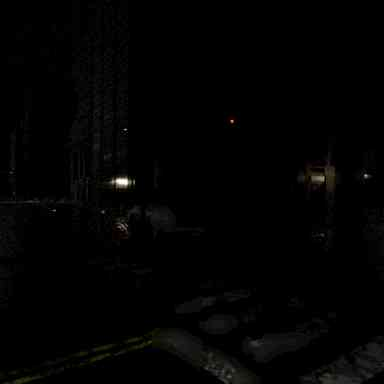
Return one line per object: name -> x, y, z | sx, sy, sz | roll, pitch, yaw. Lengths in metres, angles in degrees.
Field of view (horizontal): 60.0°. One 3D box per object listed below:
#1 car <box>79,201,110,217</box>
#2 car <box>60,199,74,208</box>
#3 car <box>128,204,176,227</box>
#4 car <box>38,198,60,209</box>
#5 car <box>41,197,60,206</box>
car -> -9.710, 1.619, 33.094 | 2.128, 1.511, 4.902 | 1, 0, -36
car -> -20.760, 1.791, 54.206 | 1.812, 1.442, 4.674 | 1, -1, -35
car -> -2.963, 1.604, 23.609 | 1.812, 1.442, 4.674 | 1, -1, -36
car -> -22.150, 1.832, 50.764 | 1.895, 1.301, 4.718 | 1, -1, -35
car -> -26.556, 1.803, 62.378 | 2.128, 1.511, 4.902 | 1, -1, -36
